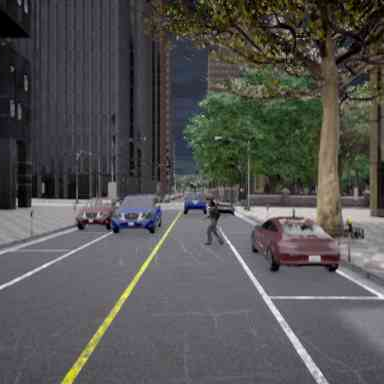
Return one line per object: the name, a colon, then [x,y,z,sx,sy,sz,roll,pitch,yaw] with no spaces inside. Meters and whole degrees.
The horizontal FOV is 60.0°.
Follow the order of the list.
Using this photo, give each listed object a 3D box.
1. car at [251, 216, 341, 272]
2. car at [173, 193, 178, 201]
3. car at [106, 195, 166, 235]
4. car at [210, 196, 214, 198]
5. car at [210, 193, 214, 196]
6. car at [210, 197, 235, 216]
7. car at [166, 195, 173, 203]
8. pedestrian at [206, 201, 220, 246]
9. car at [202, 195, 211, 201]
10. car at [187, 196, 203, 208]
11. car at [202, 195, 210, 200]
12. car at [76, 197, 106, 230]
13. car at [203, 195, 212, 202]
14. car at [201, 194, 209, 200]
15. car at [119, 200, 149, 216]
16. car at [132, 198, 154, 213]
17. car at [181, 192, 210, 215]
car: [3.092,1.501,10.624,1.812,1.442,4.674,0,0,1]
car: [-5.058,1.400,80.507,2.008,1.369,4.403,0,0,1]
car: [-2.936,1.177,18.922,2.150,2.045,5.566,0,0,1]
car: [3.090,1.465,37.407,2.008,1.369,4.403,0,0,1]
car: [3.323,1.182,64.071,2.192,1.841,5.009,0,0,1]
car: [3.042,1.492,31.894,1.947,1.339,4.313,0,0,1]
car: [-5.202,1.433,64.137,1.947,1.339,4.313,0,0,1]
pedestrian: [0.845,1.261,13.481,0.375,1.860,0.375,0,0,1]
car: [3.467,1.401,80.440,2.008,1.369,4.403,0,0,1]
car: [0.473,1.412,48.235,2.128,1.511,4.902,1,0,3]
car: [3.514,1.395,85.896,2.008,1.369,4.403,0,0,1]
car: [-5.579,1.265,20.935,2.192,1.841,5.009,0,0,1]
car: [3.419,1.421,74.983,1.947,1.339,4.313,0,0,1]
car: [3.562,1.279,91.352,1.967,1.590,4.097,0,0,1]
car: [-5.483,1.477,31.960,2.008,1.369,4.403,0,0,1]
car: [-5.436,1.440,37.303,1.752,1.417,4.829,0,0,1]
car: [0.364,1.138,33.484,2.150,2.045,5.566,0,-1,1]
